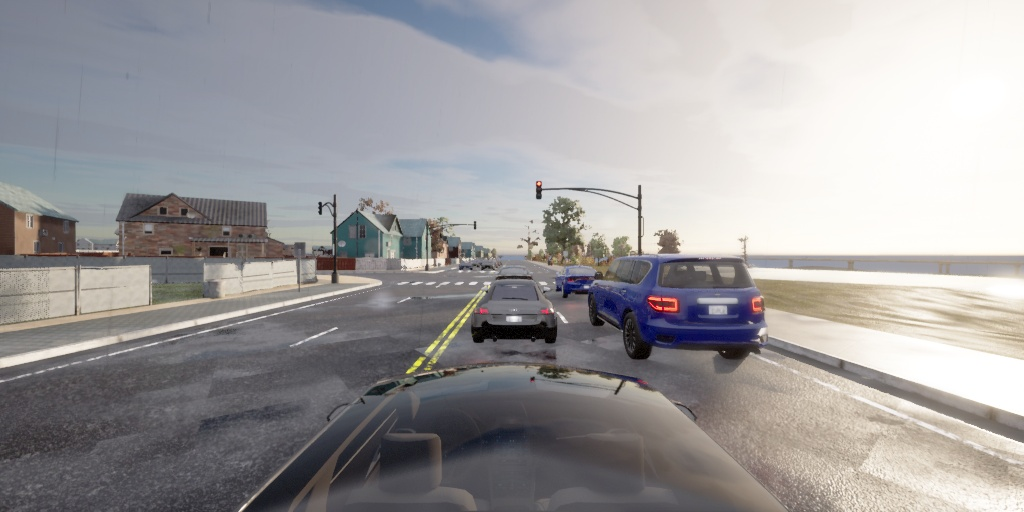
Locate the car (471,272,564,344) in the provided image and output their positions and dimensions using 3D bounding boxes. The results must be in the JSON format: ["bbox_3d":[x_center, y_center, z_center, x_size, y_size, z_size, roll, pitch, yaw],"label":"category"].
[{"bbox_3d":[0.088,1.314,9.659,1.994,1.385,4.181,0,0,1],"label":"car"}]

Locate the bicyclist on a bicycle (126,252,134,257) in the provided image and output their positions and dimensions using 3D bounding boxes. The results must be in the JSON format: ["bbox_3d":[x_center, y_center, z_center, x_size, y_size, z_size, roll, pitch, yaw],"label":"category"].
[{"bbox_3d":[-29.604,0.544,27.779,0.582,1.620,1.656,1,0,-35],"label":"bicyclist on a bicycle"}]

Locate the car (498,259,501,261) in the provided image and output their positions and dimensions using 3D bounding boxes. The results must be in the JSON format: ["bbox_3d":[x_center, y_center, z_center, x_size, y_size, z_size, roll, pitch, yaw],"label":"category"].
[{"bbox_3d":[-3.306,1.315,60.410,1.812,1.442,4.674,0,0,0],"label":"car"}]

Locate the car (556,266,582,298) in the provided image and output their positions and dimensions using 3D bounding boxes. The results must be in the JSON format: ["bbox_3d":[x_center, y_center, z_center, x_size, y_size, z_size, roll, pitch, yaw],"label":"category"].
[{"bbox_3d":[3.356,1.228,18.441,1.882,1.535,5.008,0,0,1],"label":"car"}]

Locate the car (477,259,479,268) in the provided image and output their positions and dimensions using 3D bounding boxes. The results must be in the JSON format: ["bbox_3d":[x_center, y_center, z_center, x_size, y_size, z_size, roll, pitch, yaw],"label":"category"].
[{"bbox_3d":[-6.549,1.340,62.426,2.033,1.411,5.357,0,0,0],"label":"car"}]

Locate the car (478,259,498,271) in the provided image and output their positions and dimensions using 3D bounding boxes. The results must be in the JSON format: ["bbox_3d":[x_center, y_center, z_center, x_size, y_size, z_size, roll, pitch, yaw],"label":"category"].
[{"bbox_3d":[-3.321,1.281,51.147,1.837,1.490,4.892,0,0,0],"label":"car"}]

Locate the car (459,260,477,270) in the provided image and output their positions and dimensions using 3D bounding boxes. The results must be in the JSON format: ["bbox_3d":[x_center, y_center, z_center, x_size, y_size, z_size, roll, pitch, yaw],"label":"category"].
[{"bbox_3d":[-6.600,1.325,52.232,2.033,1.411,5.357,0,0,-2],"label":"car"}]

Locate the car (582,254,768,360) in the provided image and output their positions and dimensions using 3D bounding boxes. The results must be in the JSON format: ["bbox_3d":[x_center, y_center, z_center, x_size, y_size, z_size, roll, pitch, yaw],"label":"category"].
[{"bbox_3d":[3.348,0.971,8.503,2.150,2.045,5.566,0,0,0],"label":"car"}]

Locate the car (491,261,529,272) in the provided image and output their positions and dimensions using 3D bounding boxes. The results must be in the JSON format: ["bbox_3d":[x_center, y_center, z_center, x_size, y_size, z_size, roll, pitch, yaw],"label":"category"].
[{"bbox_3d":[0.107,1.228,18.599,1.882,1.535,5.008,0,0,0],"label":"car"}]
